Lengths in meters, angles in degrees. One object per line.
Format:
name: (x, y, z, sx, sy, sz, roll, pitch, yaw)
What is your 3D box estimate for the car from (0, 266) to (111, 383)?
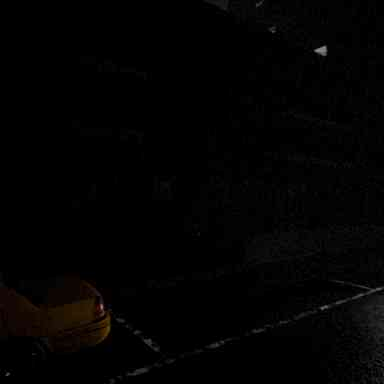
car: (-3.385, 1.525, 3.659, 4.829, 1.417, 1.752, 0, 2, -35)
